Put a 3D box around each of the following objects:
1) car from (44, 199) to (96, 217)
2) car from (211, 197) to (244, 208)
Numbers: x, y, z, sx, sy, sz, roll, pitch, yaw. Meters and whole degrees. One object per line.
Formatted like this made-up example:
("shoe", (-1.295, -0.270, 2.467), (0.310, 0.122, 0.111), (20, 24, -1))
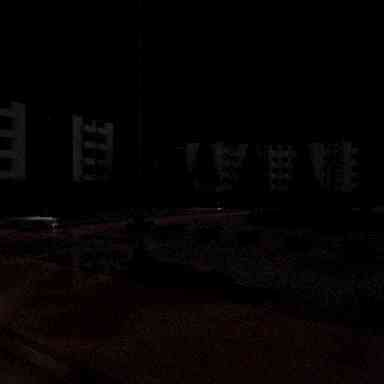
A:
("car", (-11.352, 1.489, 31.202), (1.837, 1.490, 4.892), (0, 0, 35))
("car", (5.002, 1.464, 46.755), (5.008, 1.535, 1.882), (0, 0, -29))
